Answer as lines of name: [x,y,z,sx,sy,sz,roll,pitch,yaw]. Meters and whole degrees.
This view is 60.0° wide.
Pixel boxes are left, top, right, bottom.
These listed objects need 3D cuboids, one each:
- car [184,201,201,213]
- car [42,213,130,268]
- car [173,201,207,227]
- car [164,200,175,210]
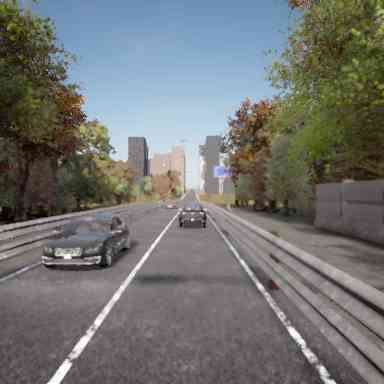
car: [0.093,1.859,42.222,2.033,1.411,5.357,0,-1,0]
car: [-3.350,1.518,11.382,1.837,1.490,4.892,0,0,0]
car: [0.059,1.577,23.499,2.128,1.511,4.902,0,0,0]
car: [-3.319,2.019,52.456,1.812,1.442,4.674,0,-1,0]
